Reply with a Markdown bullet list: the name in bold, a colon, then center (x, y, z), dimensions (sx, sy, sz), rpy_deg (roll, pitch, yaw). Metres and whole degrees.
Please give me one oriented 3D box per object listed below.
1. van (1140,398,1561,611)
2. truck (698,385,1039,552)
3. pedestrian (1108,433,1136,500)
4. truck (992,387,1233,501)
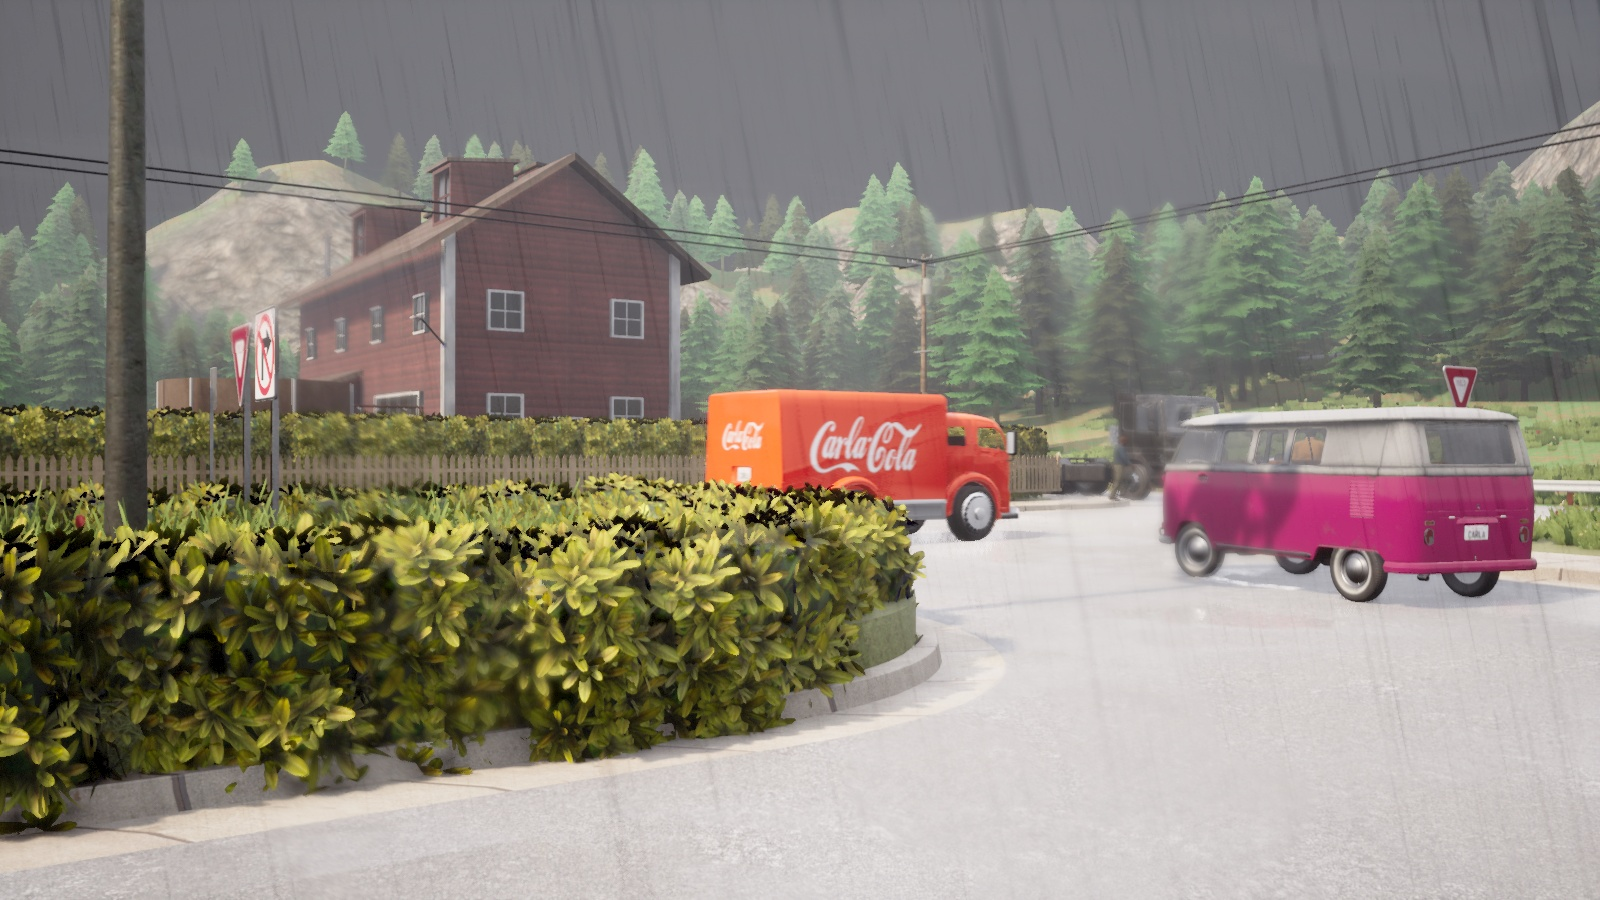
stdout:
- **van**: center (5.870, 0.513, 14.076), dimensions (1.775, 1.987, 4.442), rpy_deg (0, 0, -19)
- **truck**: center (1.211, 0.295, 21.190), dimensions (5.204, 2.467, 2.627), rpy_deg (0, 0, -35)
- **pedestrian**: center (8.857, 0.458, 34.538), dimensions (0.726, 1.835, 0.370), rpy_deg (0, 0, 12)
- **truck**: center (10.250, -0.171, 42.166), dimensions (2.891, 3.462, 7.936), rpy_deg (0, 0, -34)
